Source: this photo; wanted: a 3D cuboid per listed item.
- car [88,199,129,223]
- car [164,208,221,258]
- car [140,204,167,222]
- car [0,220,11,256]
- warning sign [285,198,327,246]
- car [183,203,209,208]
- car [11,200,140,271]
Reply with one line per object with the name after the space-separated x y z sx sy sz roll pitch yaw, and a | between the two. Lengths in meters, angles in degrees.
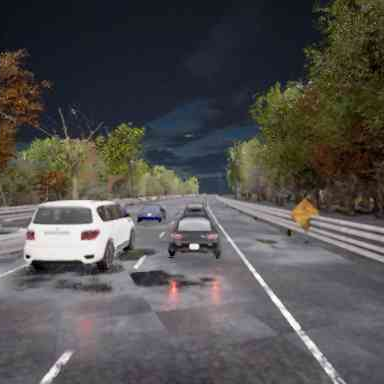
-6.706 1.484 27.310 2.097 1.767 4.553 0 0 1 | car
0.117 1.590 12.979 1.812 1.442 4.674 0 0 1 | car
-3.204 1.696 27.351 1.994 1.385 4.181 0 0 2 | car
-6.896 1.573 11.408 1.895 1.301 4.718 5 -3 2 | car
4.594 1.183 13.488 1.300 1.860 1.060 -1 -2 0 | warning sign
0.295 1.636 27.317 1.837 1.490 4.892 0 0 1 | car
-3.415 1.280 11.206 2.150 2.045 5.566 0 0 1 | car
